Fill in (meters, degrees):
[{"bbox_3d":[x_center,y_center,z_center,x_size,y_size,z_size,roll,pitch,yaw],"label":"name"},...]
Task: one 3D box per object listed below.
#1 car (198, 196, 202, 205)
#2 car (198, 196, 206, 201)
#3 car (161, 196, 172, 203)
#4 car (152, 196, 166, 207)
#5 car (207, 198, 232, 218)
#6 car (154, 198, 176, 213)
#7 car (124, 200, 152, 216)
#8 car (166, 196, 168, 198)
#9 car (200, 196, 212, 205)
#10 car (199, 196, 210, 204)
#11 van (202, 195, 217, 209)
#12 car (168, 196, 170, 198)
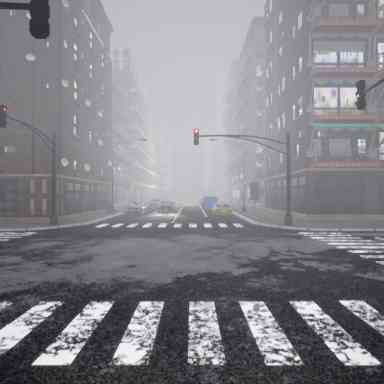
[{"bbox_3d":[2.496,1.347,49.728,2.192,1.841,5.009,1,0,0],"label":"car"},{"bbox_3d":[2.438,1.627,83.664,1.887,1.381,4.507,1,0,0],"label":"car"},{"bbox_3d":[-5.424,1.613,72.288,2.008,1.369,4.403,1,0,0],"label":"car"},{"bbox_3d":[-5.387,1.614,49.657,1.802,1.307,4.206,1,0,0],"label":"car"},{"bbox_3d":[2.655,1.538,30.241,1.752,1.417,4.829,1,0,0],"label":"car"},{"bbox_3d":[-2.812,1.619,37.818,1.895,1.301,4.718,0,0,0],"label":"car"},{"bbox_3d":[-5.489,1.565,32.683,2.008,1.369,4.403,1,0,0],"label":"car"},{"bbox_3d":[-5.395,1.564,55.144,1.752,1.417,4.829,1,0,0],"label":"car"},{"bbox_3d":[2.476,1.486,61.040,1.967,1.590,4.097,1,0,0],"label":"car"},{"bbox_3d":[2.466,1.604,66.696,2.008,1.369,4.403,1,0,0],"label":"car"},{"bbox_3d":[2.537,1.366,44.074,1.690,1.788,3.998,1,0,0],"label":"van"},{"bbox_3d":[-5.406,1.628,60.972,1.802,1.307,4.206,1,0,0],"label":"car"}]
